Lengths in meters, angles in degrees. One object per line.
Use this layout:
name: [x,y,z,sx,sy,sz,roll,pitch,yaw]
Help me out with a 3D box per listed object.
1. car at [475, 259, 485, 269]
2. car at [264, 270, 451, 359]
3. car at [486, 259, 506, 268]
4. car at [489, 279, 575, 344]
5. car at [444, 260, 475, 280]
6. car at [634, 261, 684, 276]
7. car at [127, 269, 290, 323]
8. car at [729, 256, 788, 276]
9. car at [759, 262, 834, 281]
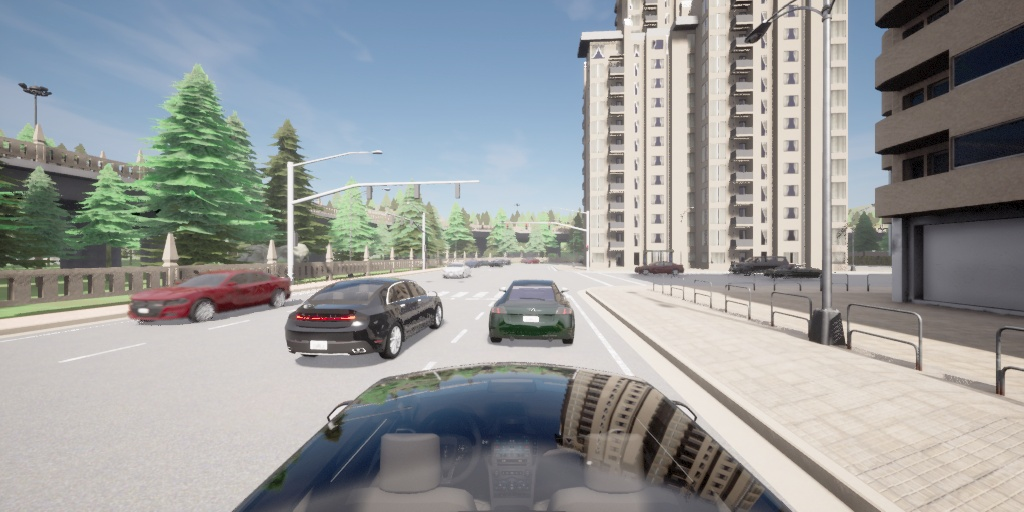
car: [-6.327,1.297,58.550,2.033,1.411,5.357,0,0,5]
car: [-3.042,1.255,8.455,1.837,1.490,4.892,0,0,5]
car: [-2.638,1.351,60.580,1.895,1.301,4.718,0,0,5]
car: [0.573,1.314,9.650,1.994,1.385,4.181,0,0,5]
car: [-4.883,1.285,32.064,1.812,1.442,4.674,0,0,4]
car: [15.786,1.283,38.585,5.008,1.535,1.882,0,0,4]
car: [-9.922,1.227,12.326,1.882,1.535,5.008,0,0,4]
car: [26.144,1.027,37.910,5.566,2.045,2.150,0,0,4]
car: [24.526,1.406,30.810,4.718,1.301,1.895,0,0,4]
